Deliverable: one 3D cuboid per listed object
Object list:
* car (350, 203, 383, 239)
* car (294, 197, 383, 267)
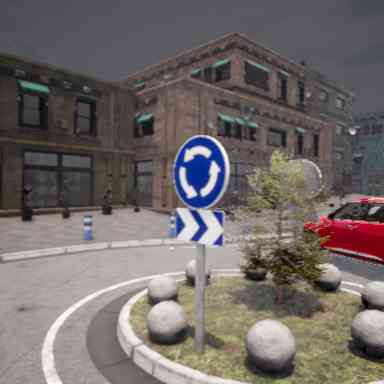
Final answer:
[{"bbox_3d":[10.225,1.400,17.416,4.674,1.442,1.812,-1,1,-42],"label":"car"},{"bbox_3d":[5.230,1.165,9.088,2.150,2.045,5.566,2,0,-22],"label":"car"}]
